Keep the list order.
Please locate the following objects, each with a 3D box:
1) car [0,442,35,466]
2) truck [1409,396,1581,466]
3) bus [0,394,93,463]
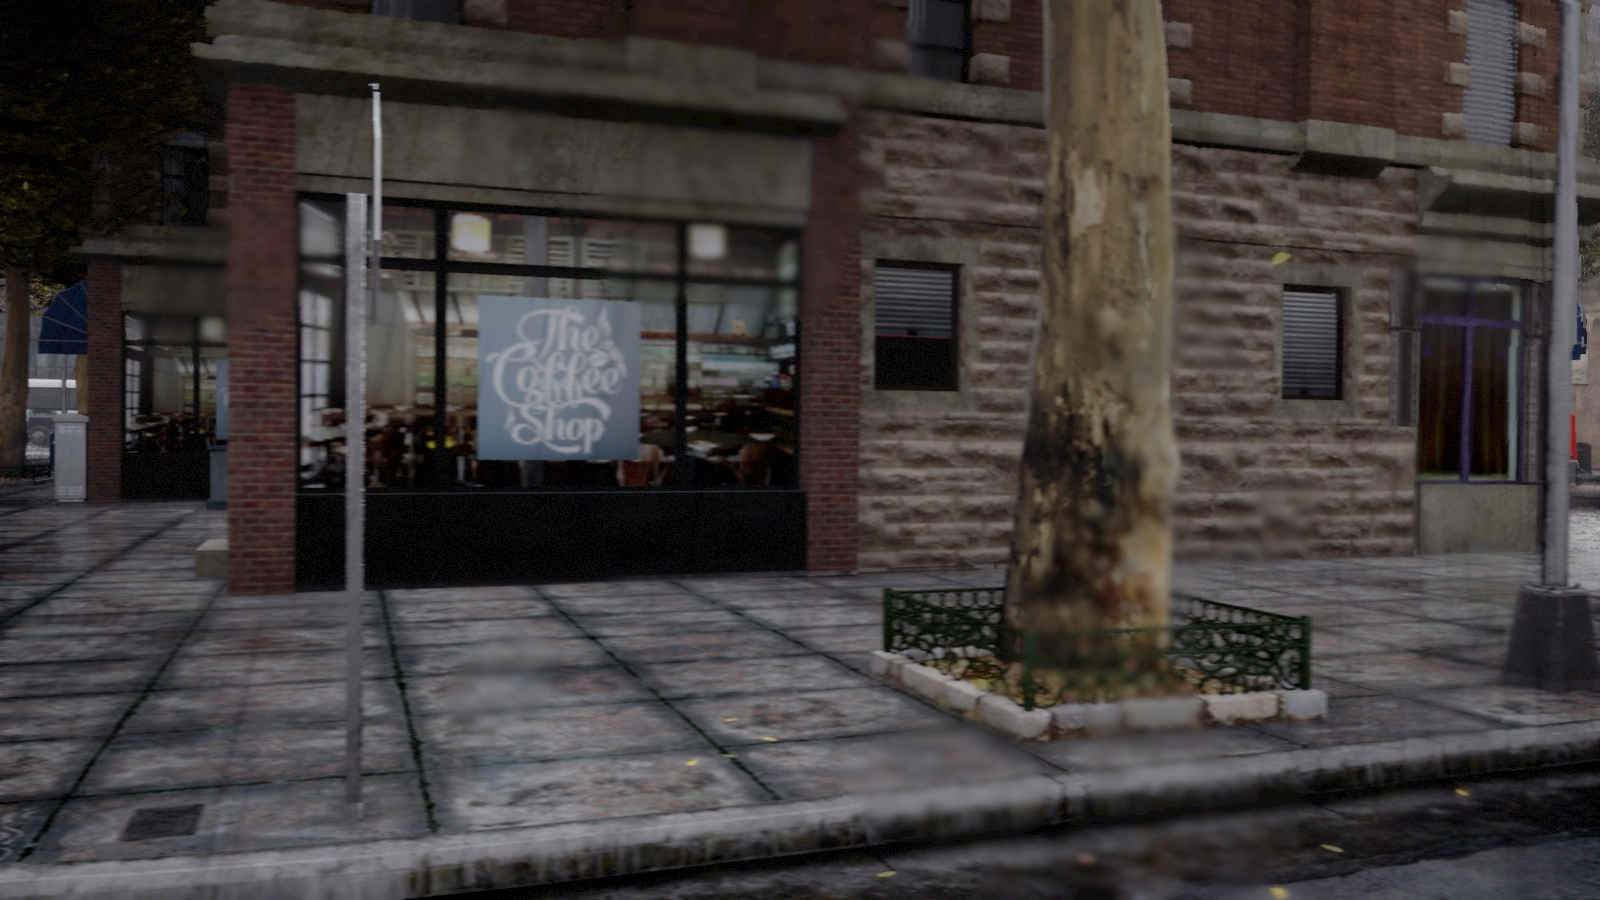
[{"bbox_3d":[-45.727,0.237,70.268,4.718,1.301,1.895,-1,1,-20],"label":"car"},{"bbox_3d":[25.940,-0.715,47.114,2.627,2.467,5.204,-1,1,-20],"label":"truck"},{"bbox_3d":[-50.961,-1.336,79.514,10.273,4.253,3.944,-1,1,-20],"label":"bus"}]
